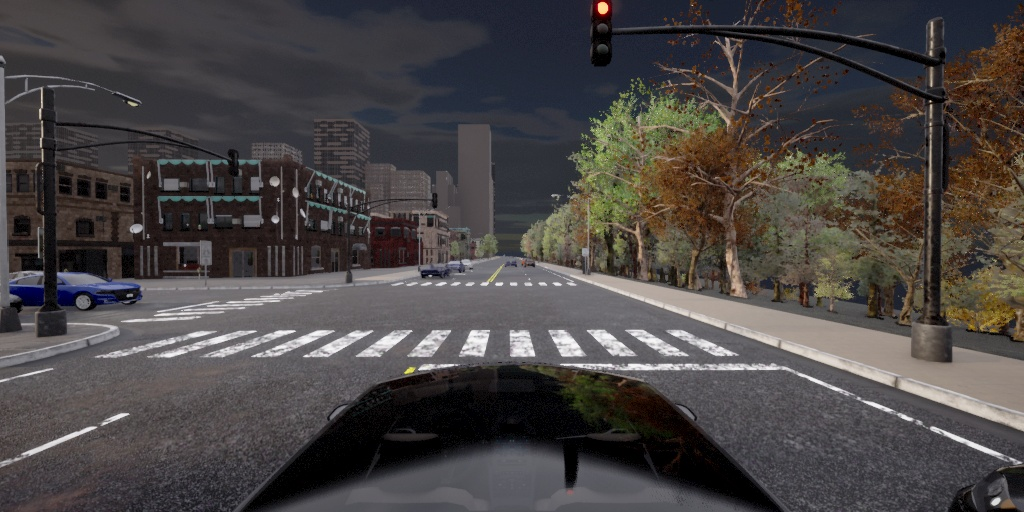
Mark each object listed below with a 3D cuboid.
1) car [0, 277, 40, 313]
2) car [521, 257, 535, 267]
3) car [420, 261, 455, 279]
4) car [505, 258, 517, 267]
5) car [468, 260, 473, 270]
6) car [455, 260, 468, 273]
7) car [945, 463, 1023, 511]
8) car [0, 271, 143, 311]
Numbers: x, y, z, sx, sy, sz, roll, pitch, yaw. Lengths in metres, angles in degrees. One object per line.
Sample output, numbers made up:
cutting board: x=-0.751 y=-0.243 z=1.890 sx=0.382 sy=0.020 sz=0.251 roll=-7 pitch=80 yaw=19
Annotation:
car: x=-19.998 y=1.565 z=12.493 sx=4.313 sy=1.339 sz=1.948 roll=0 pitch=0 yaw=0
car: x=3.052 y=1.231 z=63.211 sx=1.837 sy=1.490 sz=4.892 roll=0 pitch=0 yaw=0
car: x=-6.748 y=1.342 z=32.011 sx=1.895 sy=1.301 sz=4.718 roll=0 pitch=0 yaw=1
car: x=-0.203 y=1.078 z=63.995 sx=2.097 sy=1.767 sz=4.553 roll=0 pitch=0 yaw=0
car: x=-6.825 y=1.257 z=53.313 sx=1.812 sy=1.442 sz=4.674 roll=0 pitch=0 yaw=0
car: x=-6.786 y=1.261 z=42.943 sx=1.812 sy=1.442 sz=4.674 roll=0 pitch=0 yaw=0
car: x=3.363 y=1.314 z=0.173 sx=1.994 sy=1.385 sz=4.181 roll=0 pitch=0 yaw=-1
car: x=-18.751 y=1.435 z=15.209 sx=5.008 sy=1.535 sz=1.882 roll=-1 pitch=1 yaw=-1
